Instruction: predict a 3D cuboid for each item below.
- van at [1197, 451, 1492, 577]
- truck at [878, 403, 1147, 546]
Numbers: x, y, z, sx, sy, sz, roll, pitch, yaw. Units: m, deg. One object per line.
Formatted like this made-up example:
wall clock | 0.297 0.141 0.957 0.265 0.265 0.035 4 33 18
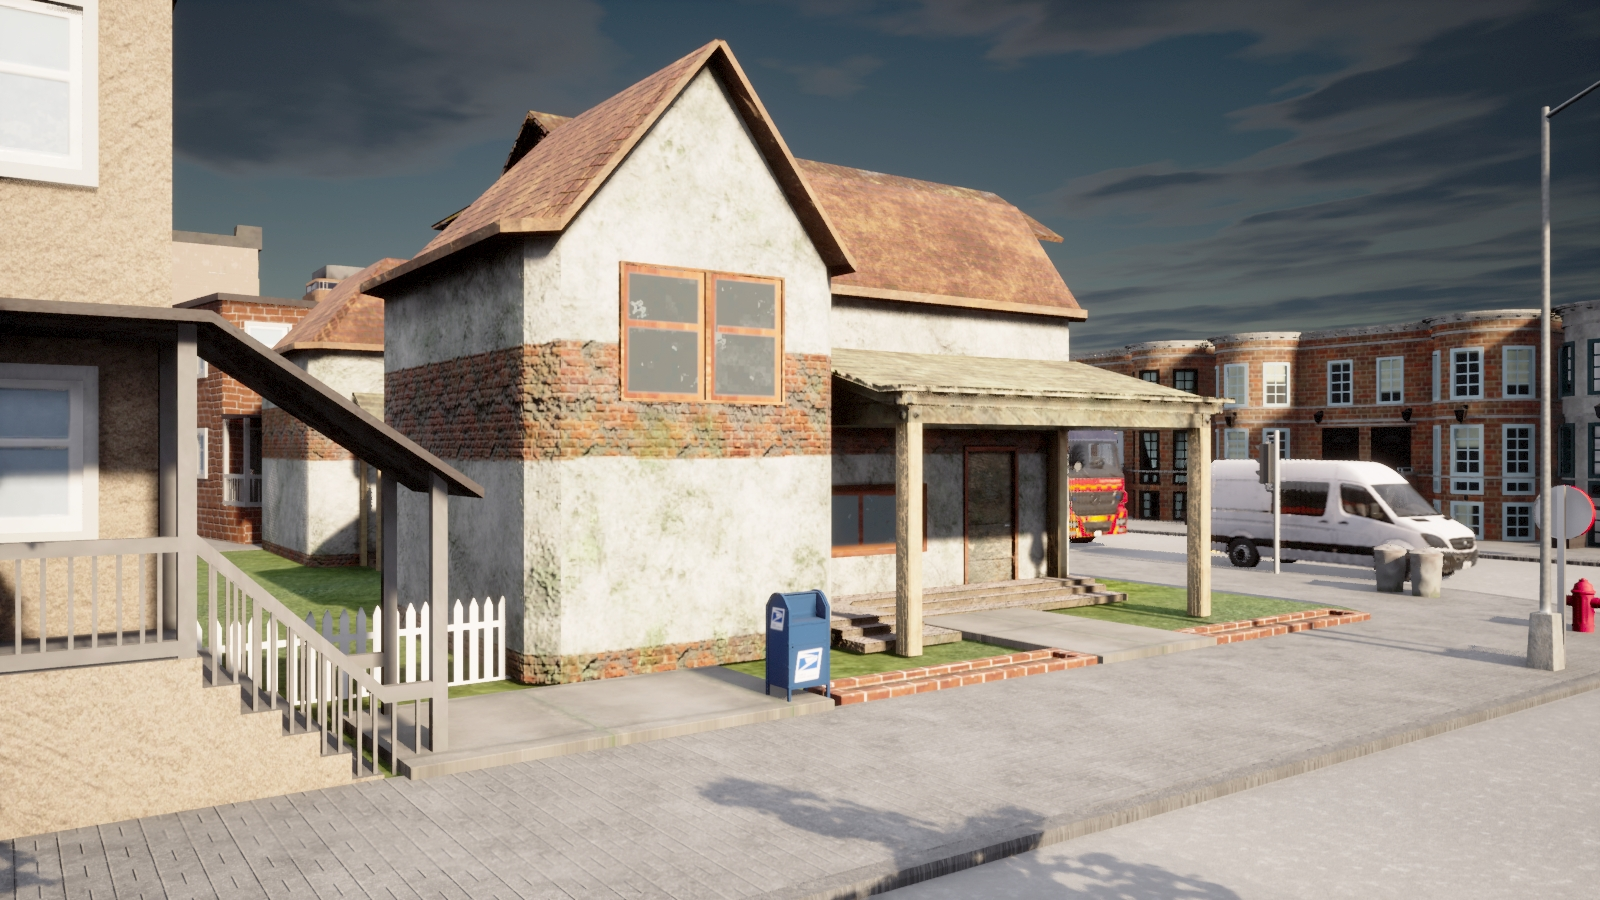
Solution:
van | 12.267 1.304 26.232 1.988 2.561 5.915 0 0 -34
truck | 6.190 0.660 34.963 2.891 3.827 8.468 0 0 -35
